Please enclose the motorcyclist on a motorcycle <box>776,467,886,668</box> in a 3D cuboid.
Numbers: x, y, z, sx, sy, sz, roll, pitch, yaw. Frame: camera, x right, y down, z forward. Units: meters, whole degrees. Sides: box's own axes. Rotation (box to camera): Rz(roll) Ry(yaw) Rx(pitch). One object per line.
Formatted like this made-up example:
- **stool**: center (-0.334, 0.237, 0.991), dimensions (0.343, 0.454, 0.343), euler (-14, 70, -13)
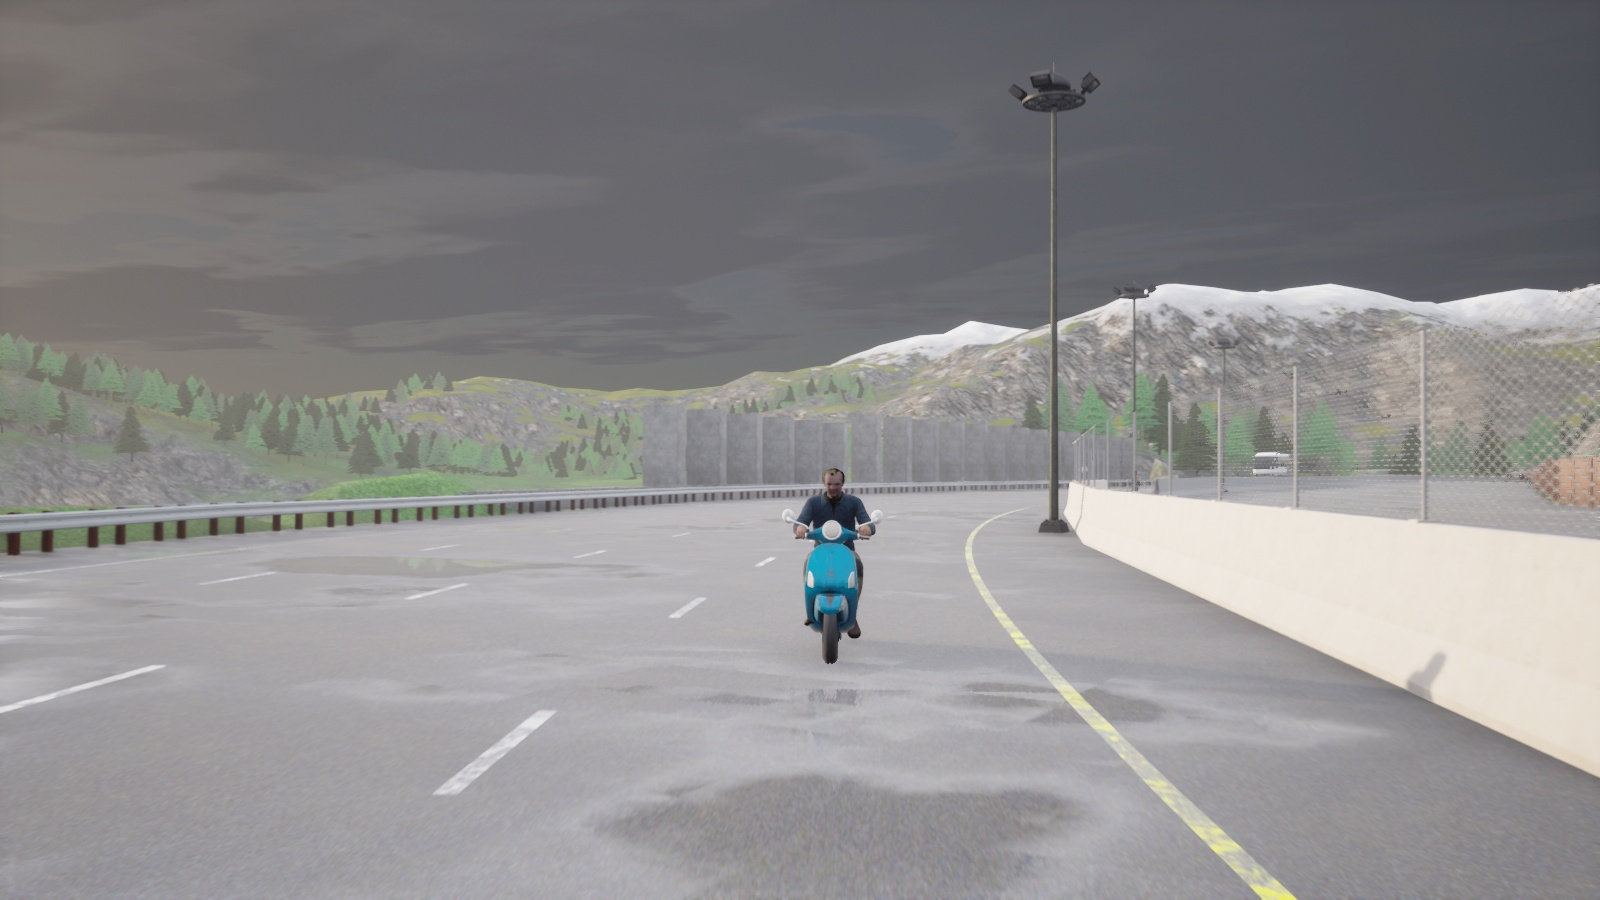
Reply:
- **motorcyclist on a motorcycle**: center (0.297, 0.950, 10.906), dimensions (0.866, 1.590, 1.817), euler (0, -1, 3)
